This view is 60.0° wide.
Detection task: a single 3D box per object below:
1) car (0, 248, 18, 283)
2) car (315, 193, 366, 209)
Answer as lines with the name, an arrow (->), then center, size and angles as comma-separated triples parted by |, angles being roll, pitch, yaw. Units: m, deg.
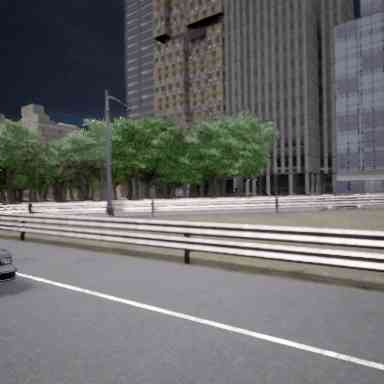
car -> -6.631, 1.674, 8.632 | 5.357, 1.411, 2.033 | -1, 0, 36
car -> 14.826, 0.922, 33.387 | 5.008, 1.535, 1.882 | -2, -1, -6
